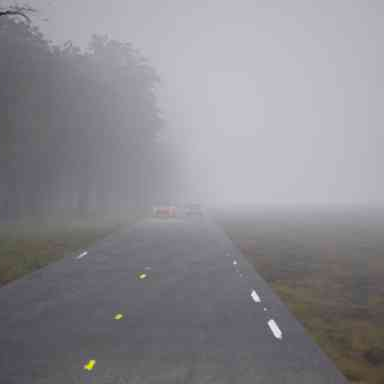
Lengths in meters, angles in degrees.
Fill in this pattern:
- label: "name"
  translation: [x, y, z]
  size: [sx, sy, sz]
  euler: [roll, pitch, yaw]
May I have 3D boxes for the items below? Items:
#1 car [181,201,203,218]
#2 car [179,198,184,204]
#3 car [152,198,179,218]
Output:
- label: "car"
  translation: [0.189, 1.870, 34.252]
  size: [2.033, 1.411, 5.357]
  euler: [0, -1, 0]
- label: "car"
  translation: [-2.546, 2.093, 73.725]
  size: [1.812, 1.442, 4.674]
  euler: [0, -1, 0]
- label: "car"
  translation: [-2.759, 1.664, 33.284]
  size: [2.097, 1.767, 4.553]
  euler: [0, -1, 0]
